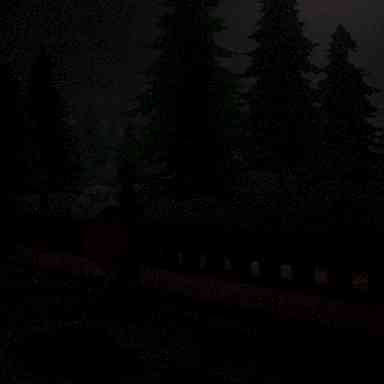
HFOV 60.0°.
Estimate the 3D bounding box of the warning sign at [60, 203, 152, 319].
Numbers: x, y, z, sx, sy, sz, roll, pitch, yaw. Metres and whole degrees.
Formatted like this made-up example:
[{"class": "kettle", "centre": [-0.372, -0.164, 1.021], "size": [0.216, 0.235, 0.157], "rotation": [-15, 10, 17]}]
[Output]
[{"class": "warning sign", "centre": [-1.594, 1.160, 6.294], "size": [1.060, 1.860, 1.300], "rotation": [-1, 0, 35]}]
